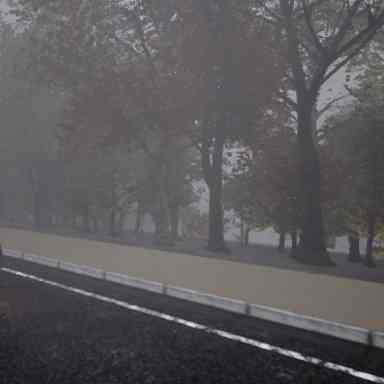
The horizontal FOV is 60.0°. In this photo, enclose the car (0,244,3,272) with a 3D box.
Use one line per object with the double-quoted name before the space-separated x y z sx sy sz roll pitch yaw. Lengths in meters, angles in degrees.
"car" -6.659 1.404 8.437 4.892 1.490 1.837 1 1 36
